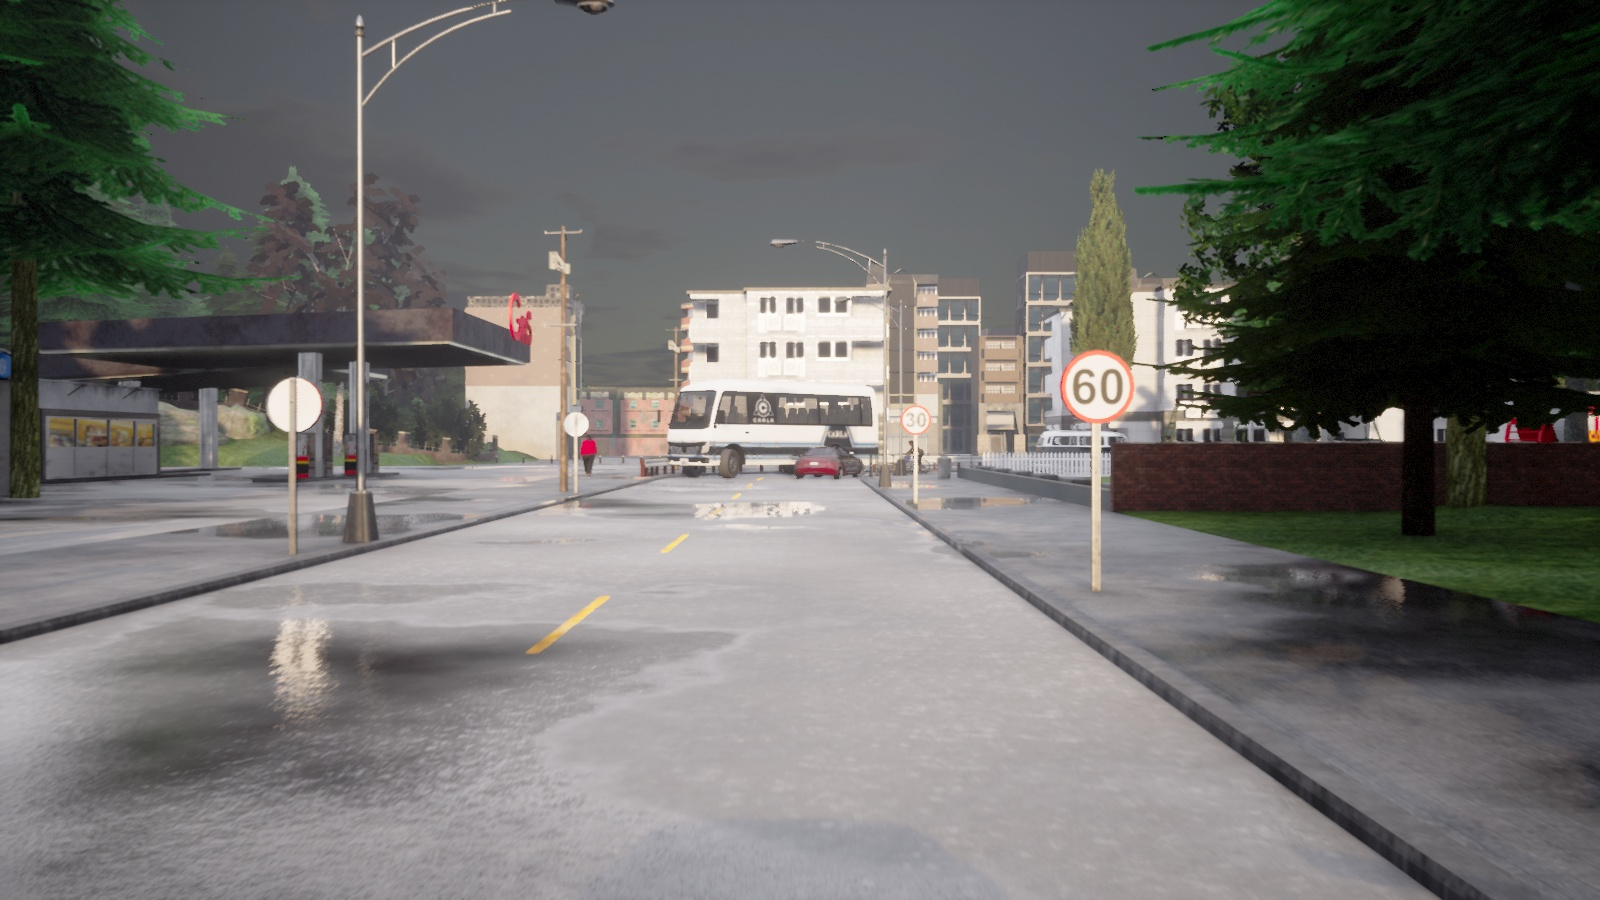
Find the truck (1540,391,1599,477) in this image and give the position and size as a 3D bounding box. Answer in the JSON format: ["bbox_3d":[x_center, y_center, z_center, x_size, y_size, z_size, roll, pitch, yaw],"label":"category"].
[{"bbox_3d":[38.959,-0.710,57.445,8.468,3.827,2.891,0,0,0],"label":"truck"}]

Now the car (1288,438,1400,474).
[{"bbox_3d":[26.603,0.279,61.530,4.553,1.767,2.097,0,0,0],"label":"car"}]

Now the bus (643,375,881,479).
[{"bbox_3d":[-1.513,-0.953,55.898,10.273,4.253,3.944,0,1,-39],"label":"bus"}]

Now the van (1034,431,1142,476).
[{"bbox_3d":[13.174,0.156,57.608,4.480,2.038,2.069,0,0,-1],"label":"van"}]

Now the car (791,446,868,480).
[{"bbox_3d":[1.286,0.514,52.928,1.994,1.385,4.181,0,0,20],"label":"car"}]

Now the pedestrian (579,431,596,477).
[{"bbox_3d":[-8.729,0.154,51.585,0.634,1.844,0.899,0,0,-14],"label":"pedestrian"}]
